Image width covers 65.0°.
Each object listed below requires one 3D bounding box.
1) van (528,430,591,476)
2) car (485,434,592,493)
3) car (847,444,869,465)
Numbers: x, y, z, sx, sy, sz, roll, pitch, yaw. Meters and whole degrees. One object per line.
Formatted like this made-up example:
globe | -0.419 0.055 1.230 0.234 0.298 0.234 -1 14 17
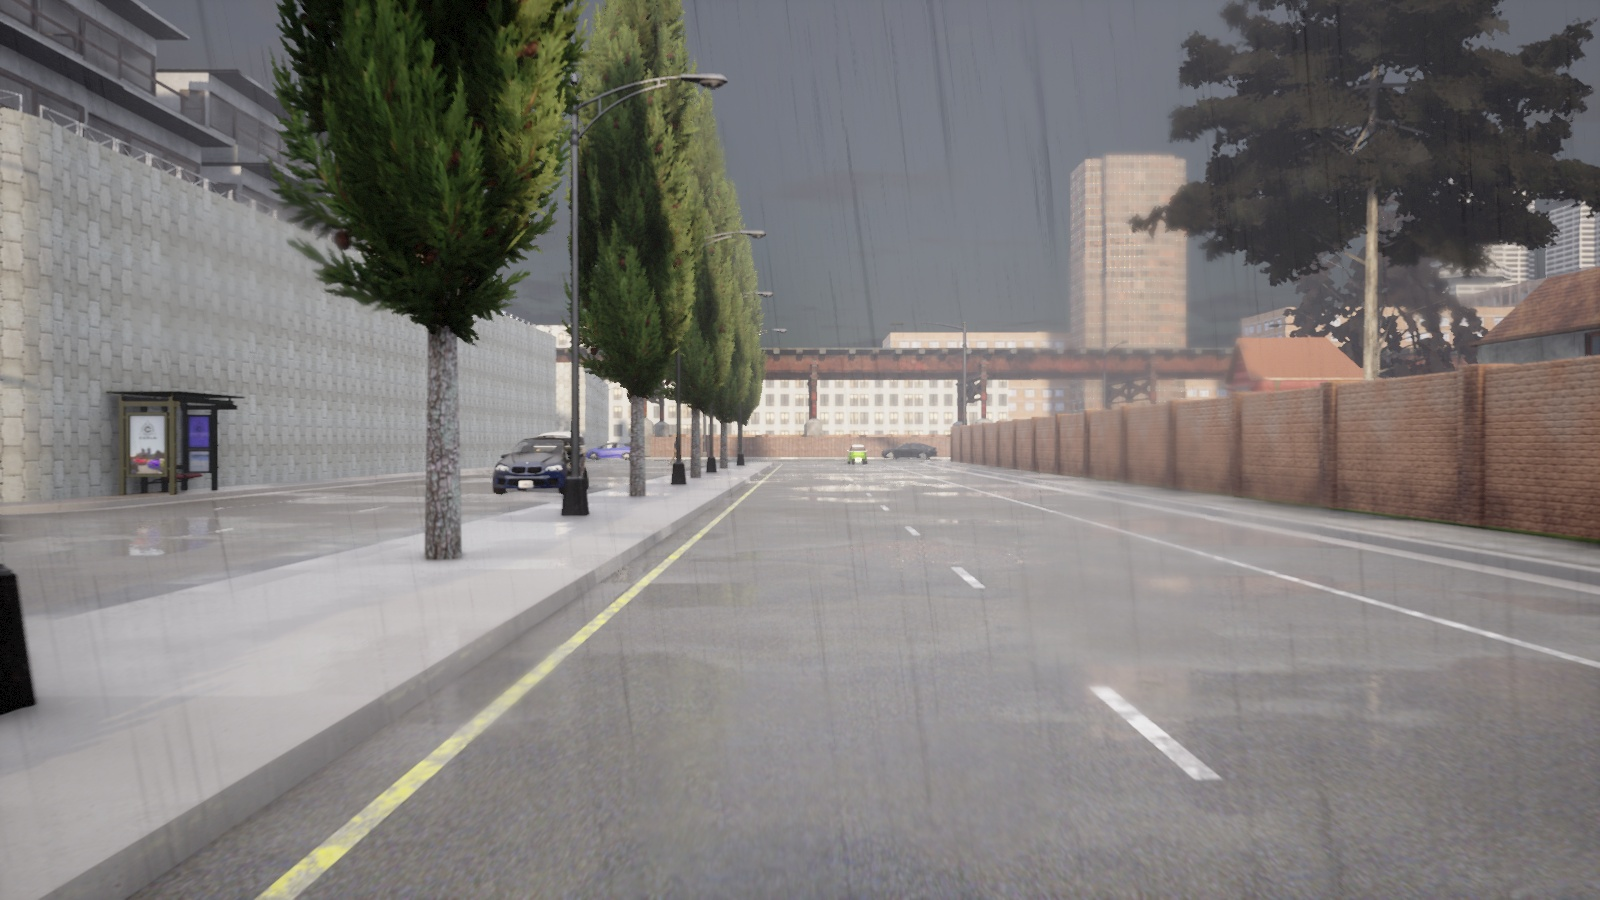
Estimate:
van | -11.152 0.131 58.459 2.069 2.038 4.480 0 0 0
car | -7.770 0.371 37.796 2.242 1.667 4.611 0 0 0
car | 4.012 0.313 87.292 1.481 1.376 2.207 0 1 0
